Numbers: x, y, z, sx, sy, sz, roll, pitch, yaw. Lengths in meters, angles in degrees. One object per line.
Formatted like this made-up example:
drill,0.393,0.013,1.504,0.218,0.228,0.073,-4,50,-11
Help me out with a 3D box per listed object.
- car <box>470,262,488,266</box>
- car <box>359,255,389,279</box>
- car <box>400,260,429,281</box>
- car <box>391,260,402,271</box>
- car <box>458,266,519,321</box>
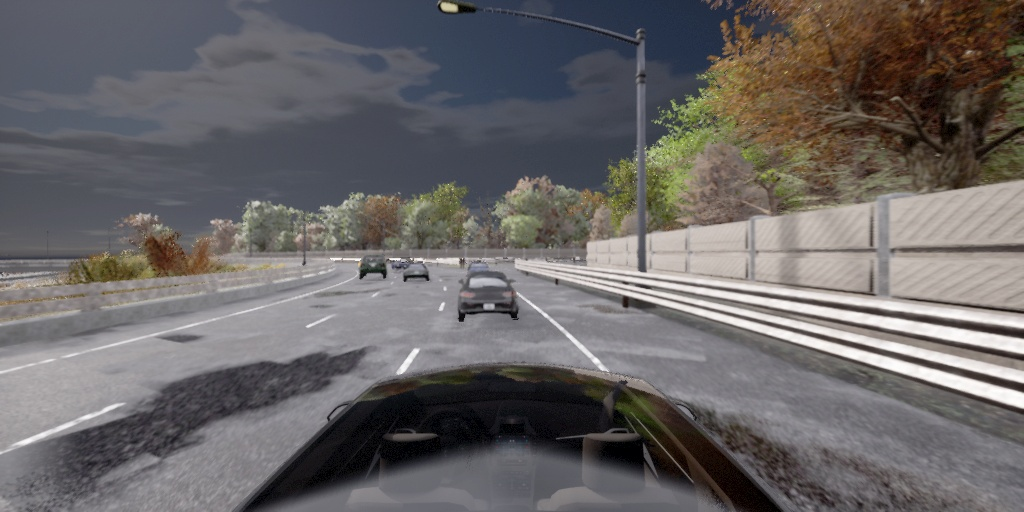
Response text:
car,-2.761,1.174,29.695,2.033,1.411,5.357,0,0,-7
car,-12.348,0.898,32.205,2.150,2.045,5.566,0,0,-18
car,-7.857,1.226,29.388,1.994,1.385,4.181,0,0,-16
car,-14.875,1.218,47.657,1.895,1.301,4.718,-1,0,-26
car,-0.850,1.228,12.241,1.812,1.442,4.674,0,0,-5
